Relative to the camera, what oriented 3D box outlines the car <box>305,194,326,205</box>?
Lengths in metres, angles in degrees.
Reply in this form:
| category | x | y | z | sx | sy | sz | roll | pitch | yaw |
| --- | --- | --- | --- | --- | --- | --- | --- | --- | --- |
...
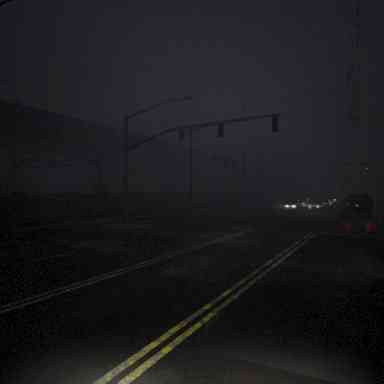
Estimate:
| category | x | y | z | sx | sy | sz | roll | pitch | yaw |
| --- | --- | --- | --- | --- | --- | --- | --- | --- | --- |
| car | 20.926 | 1.431 | 56.281 | 1.994 | 1.385 | 4.181 | 0 | 1 | 29 |

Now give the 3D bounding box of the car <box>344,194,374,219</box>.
| category | x | y | z | sx | sy | sz | roll | pitch | yaw |
| --- | --- | --- | --- | --- | --- | --- | --- | --- | --- |
| car | 14.868 | 1.212 | 29.702 | 2.150 | 2.045 | 5.566 | 0 | 0 | 28 |

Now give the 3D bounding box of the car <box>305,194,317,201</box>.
| category | x | y | z | sx | sy | sz | roll | pitch | yaw |
| --- | --- | --- | --- | --- | --- | --- | --- | --- | --- |
| car | 26.550 | 1.168 | 74.269 | 1.994 | 1.385 | 4.181 | 0 | 1 | 28 |

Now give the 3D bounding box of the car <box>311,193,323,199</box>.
| category | x | y | z | sx | sy | sz | roll | pitch | yaw |
| --- | --- | --- | --- | --- | --- | --- | --- | --- | --- |
| car | 31.533 | 0.948 | 83.645 | 2.033 | 1.411 | 5.357 | 0 | 1 | 28 |

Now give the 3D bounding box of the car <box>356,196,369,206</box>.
| category | x | y | z | sx | sy | sz | roll | pitch | yaw |
| --- | --- | --- | --- | --- | --- | --- | --- | --- | --- |
| car | 27.020 | 1.396 | 52.562 | 1.812 | 1.442 | 4.674 | 0 | 1 | 28 |

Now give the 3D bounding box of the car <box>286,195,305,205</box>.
| category | x | y | z | sx | sy | sz | roll | pitch | yaw |
| --- | --- | --- | --- | --- | --- | --- | --- | --- | --- |
| car | 17.543 | 1.369 | 57.374 | 2.128 | 1.511 | 4.902 | 0 | 1 | 28 |

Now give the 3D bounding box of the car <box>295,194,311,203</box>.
| category | x | y | z | sx | sy | sz | roll | pitch | yaw |
| --- | --- | --- | --- | --- | --- | --- | --- | --- | --- |
| car | 21.982 | 1.257 | 65.678 | 2.128 | 1.511 | 4.902 | 0 | 1 | 28 |

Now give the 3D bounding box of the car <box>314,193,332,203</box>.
| category | x | y | z | sx | sy | sz | roll | pitch | yaw |
| --- | --- | --- | --- | --- | --- | --- | --- | --- | --- |
| car | 25.278 | 1.305 | 64.421 | 2.033 | 1.411 | 5.357 | 0 | 1 | 28 |

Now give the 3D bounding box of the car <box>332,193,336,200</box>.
| category | x | y | z | sx | sy | sz | roll | pitch | yaw |
| --- | --- | --- | --- | --- | --- | --- | --- | --- | --- |
| car | 29.775 | 1.206 | 72.878 | 1.895 | 1.301 | 4.718 | 0 | 1 | 28 |
